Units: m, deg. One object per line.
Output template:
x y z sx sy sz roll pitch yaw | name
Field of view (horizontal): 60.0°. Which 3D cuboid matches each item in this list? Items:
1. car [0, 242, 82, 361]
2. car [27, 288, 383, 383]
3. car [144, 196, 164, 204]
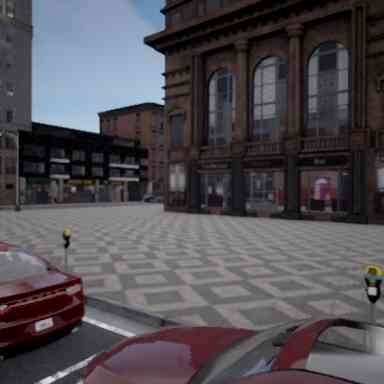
-3.662 1.503 5.448 4.507 1.381 1.887 0 0 35 | car
0.935 1.579 2.183 4.206 1.307 1.802 0 0 35 | car
-6.078 1.290 55.594 1.994 1.385 4.181 1 0 37 | car
